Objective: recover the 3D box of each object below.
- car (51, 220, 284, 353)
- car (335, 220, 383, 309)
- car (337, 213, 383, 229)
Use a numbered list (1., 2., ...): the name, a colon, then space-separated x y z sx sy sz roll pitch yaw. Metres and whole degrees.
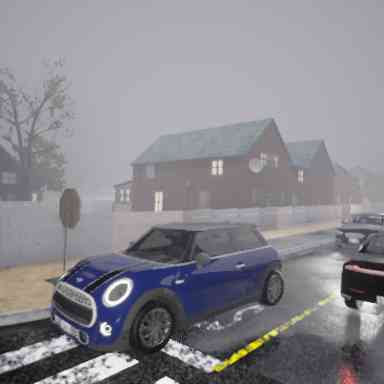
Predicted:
1. car: -0.195 1.390 6.374 4.553 1.767 2.097 1 -1 -44
2. car: 4.779 1.602 7.193 2.128 1.511 4.902 0 -1 42
3. car: 8.141 1.737 15.219 2.128 1.511 4.902 0 -1 42
